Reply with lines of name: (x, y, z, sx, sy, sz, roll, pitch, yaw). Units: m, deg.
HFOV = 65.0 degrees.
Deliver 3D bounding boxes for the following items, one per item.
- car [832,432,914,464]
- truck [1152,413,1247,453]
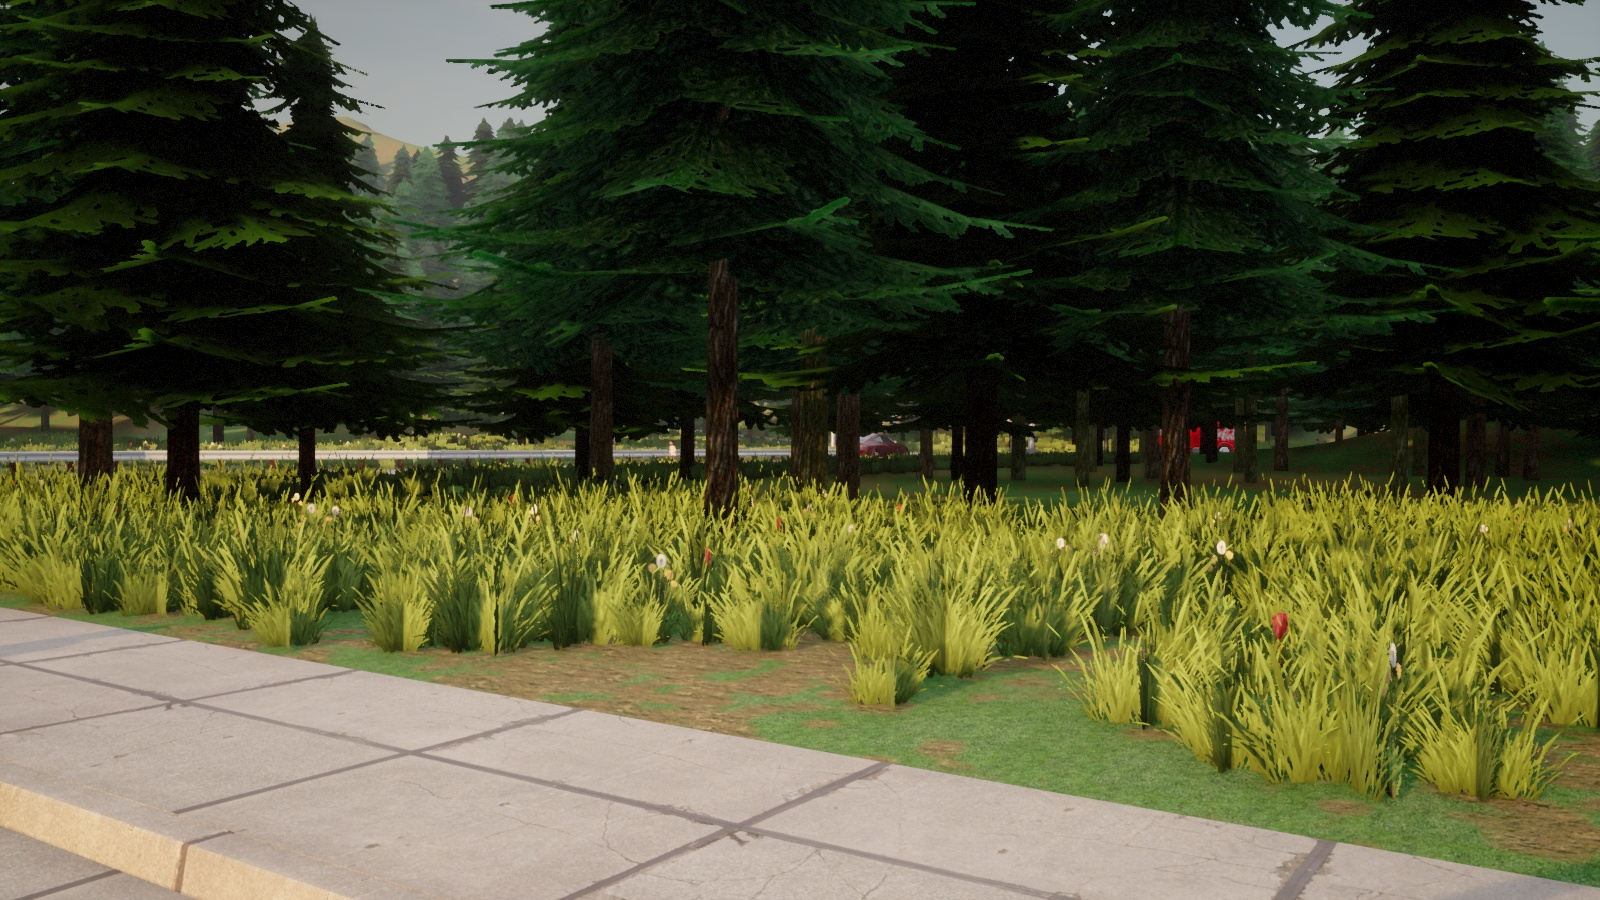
car: (3.571, -0.130, 60.669, 1.812, 1.442, 4.674, 0, 1, 35)
truck: (25.597, -1.114, 80.606, 5.204, 2.467, 2.627, -1, 1, -3)
